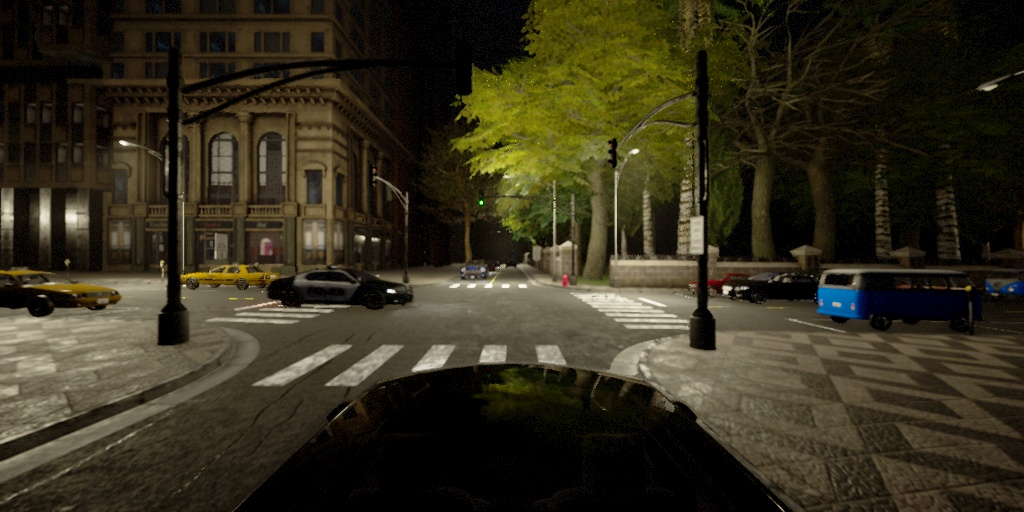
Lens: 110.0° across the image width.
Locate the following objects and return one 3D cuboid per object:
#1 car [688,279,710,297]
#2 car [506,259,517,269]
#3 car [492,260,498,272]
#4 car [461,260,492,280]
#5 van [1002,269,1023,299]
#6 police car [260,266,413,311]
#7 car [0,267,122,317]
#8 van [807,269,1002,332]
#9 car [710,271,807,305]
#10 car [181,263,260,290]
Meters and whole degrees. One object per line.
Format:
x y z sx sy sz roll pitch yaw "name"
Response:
11.856 1.574 19.569 4.207 1.307 1.802 0 0 0 "car"
-0.121 1.332 60.234 1.837 1.490 4.892 0 0 0 "car"
-3.182 1.354 46.515 1.994 1.385 4.181 0 0 -1 "car"
-3.153 1.118 31.022 2.097 1.767 4.553 0 0 0 "car"
28.426 1.607 19.541 3.998 1.789 1.690 0 0 0 "van"
-6.441 1.195 13.837 4.974 1.542 2.038 2 0 0 "police car"
-15.065 1.032 11.089 4.829 1.417 1.751 0 0 0 "car"
11.852 1.295 11.043 3.998 1.789 1.690 0 0 0 "van"
12.513 1.482 16.913 4.902 1.511 2.128 1 0 -1 "car"
-15.400 1.070 19.615 4.829 1.417 1.751 0 0 0 "car"
